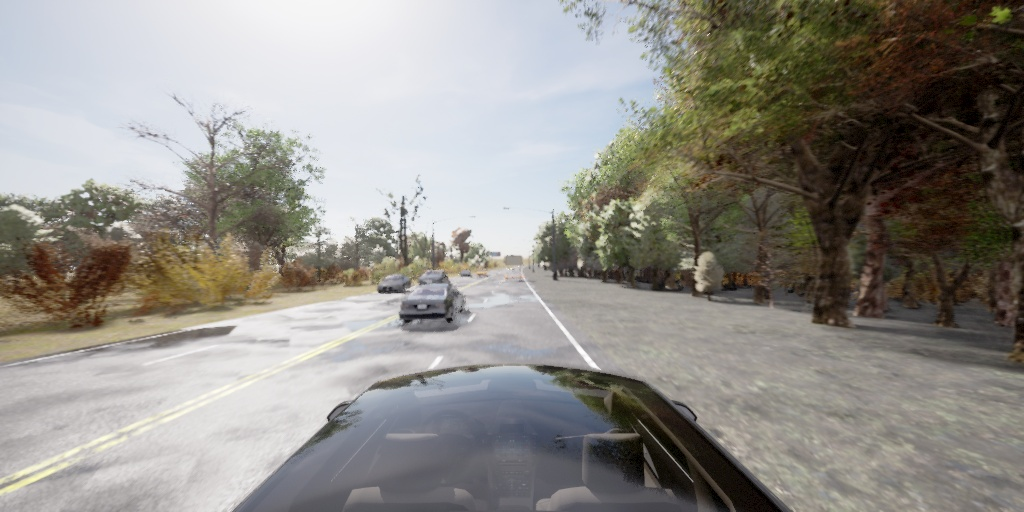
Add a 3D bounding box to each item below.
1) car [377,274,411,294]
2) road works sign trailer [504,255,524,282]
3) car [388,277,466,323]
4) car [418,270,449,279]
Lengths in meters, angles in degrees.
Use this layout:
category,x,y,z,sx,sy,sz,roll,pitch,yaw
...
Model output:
category,x,y,z,sx,sy,sz,roll,pitch,yaw
car,-9.886,2.287,30.224,1.994,1.385,4.181,-2,5,-2
road works sign trailer,0.274,1.650,49.049,2.380,3.560,2.880,0,0,1
car,-3.090,1.824,14.736,2.033,1.411,5.357,-1,-1,-1
car,-6.469,1.906,29.913,2.128,1.511,4.902,0,-1,1
